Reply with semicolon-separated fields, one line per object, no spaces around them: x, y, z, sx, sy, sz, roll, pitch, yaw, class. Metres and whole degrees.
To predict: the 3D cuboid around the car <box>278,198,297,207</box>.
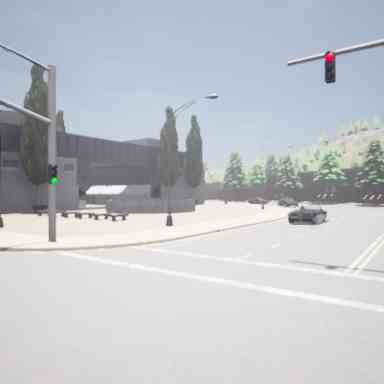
14.876;1.617;51.551;1.812;1.442;4.674;0;0;-8;car

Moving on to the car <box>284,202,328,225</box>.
8.555;1.637;24.395;1.895;1.301;4.718;0;0;33;car

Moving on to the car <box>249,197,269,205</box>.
12.355;1.658;61.699;1.812;1.442;4.674;0;0;-22;car
